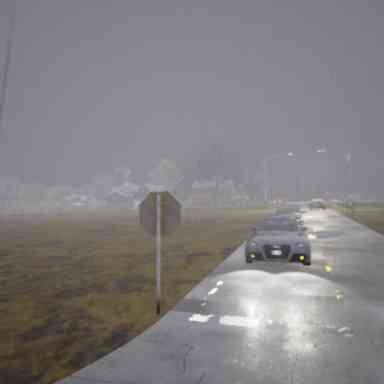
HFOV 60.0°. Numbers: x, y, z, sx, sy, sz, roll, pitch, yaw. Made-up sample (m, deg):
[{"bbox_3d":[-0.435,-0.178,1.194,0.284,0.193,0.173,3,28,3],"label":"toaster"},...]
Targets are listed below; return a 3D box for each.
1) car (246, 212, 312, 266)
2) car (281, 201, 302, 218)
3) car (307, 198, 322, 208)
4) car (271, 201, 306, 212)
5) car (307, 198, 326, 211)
[{"bbox_3d":[3.113,1.620,11.786,1.994,1.385,4.181,-1,-1,18],"label":"car"},{"bbox_3d":[9.729,1.637,32.327,1.812,1.442,4.674,-1,-1,19],"label":"car"},{"bbox_3d":[19.550,1.717,53.294,2.033,1.411,5.357,-1,-1,18],"label":"car"},{"bbox_3d":[6.277,1.581,21.625,1.837,1.490,4.892,-1,0,18],"label":"car"},{"bbox_3d":[16.362,1.595,43.379,2.128,1.511,4.902,-1,-1,18],"label":"car"}]
